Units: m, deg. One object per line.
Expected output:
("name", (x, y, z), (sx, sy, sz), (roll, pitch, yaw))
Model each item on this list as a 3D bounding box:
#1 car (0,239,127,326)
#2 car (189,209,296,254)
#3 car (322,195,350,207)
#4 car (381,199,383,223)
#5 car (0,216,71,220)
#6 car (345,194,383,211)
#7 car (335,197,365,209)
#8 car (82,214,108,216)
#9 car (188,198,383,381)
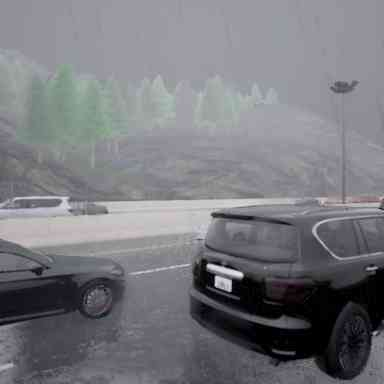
("car", (-3.438, 1.541, 5.702), (4.674, 1.442, 1.812), (0, 0, -36))
("car", (2.300, 1.549, 14.332), (4.674, 1.442, 1.812), (0, 0, -37))
("car", (22.555, 1.417, 52.076), (4.553, 1.767, 2.097), (0, 0, -37))
("car", (16.459, 1.377, 25.152), (4.553, 1.767, 2.097), (0, 0, -37))
("car", (-9.555, 1.267, 18.760), (5.566, 2.045, 2.150), (0, 0, -37))
("car", (22.329, 1.271, 43.113), (5.566, 2.045, 2.150), (0, 0, -37))
("car", (22.797, 1.535, 47.869), (5.008, 1.535, 1.882), (0, 0, -37))
("car", (-9.411, 1.552, 27.629), (4.902, 1.511, 2.128), (0, 0, -37))
("car", (2.534, 1.229, 5.731), (5.566, 2.045, 2.150), (0, 0, -37))
